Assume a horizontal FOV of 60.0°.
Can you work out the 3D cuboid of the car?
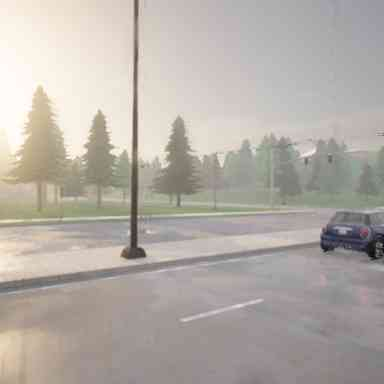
[{"bbox_3d":[7.205,1.494,13.285,4.553,1.767,2.097,1,-1,-35],"label":"car"}]
